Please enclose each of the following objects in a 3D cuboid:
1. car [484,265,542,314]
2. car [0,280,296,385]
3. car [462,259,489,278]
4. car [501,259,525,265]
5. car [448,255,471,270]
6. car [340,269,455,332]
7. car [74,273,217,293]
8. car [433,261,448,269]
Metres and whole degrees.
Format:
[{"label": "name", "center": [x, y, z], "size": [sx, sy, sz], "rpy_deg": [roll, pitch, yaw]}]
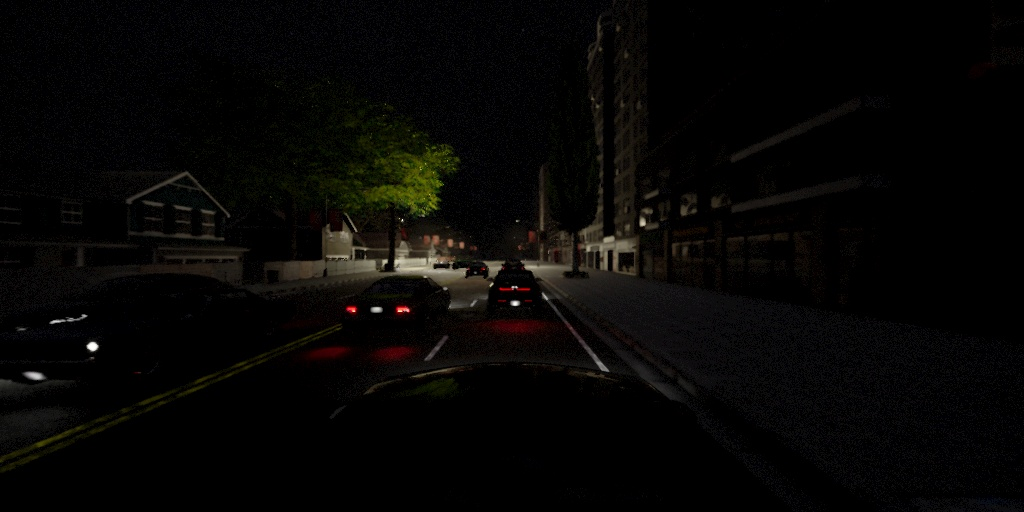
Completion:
[{"label": "car", "center": [0.102, 1.249, 13.714], "size": [1.837, 1.490, 4.892], "rpy_deg": [0, 0, 0]}, {"label": "car", "center": [-6.600, 1.350, 7.166], "size": [1.895, 1.301, 4.718], "rpy_deg": [0, 0, 0]}, {"label": "car", "center": [-3.146, 1.256, 33.092], "size": [1.812, 1.442, 4.674], "rpy_deg": [0, 0, 0]}, {"label": "car", "center": [0.104, 1.084, 31.725], "size": [2.097, 1.767, 4.553], "rpy_deg": [0, 0, 0]}, {"label": "car", "center": [-6.581, 0.934, 47.708], "size": [2.150, 2.045, 5.566], "rpy_deg": [0, 0, 0]}, {"label": "car", "center": [-3.147, 1.295, 10.823], "size": [2.033, 1.411, 5.357], "rpy_deg": [0, 0, 0]}, {"label": "car", "center": [-9.848, 1.253, 9.630], "size": [1.837, 1.490, 4.892], "rpy_deg": [0, 0, 0]}, {"label": "car", "center": [-9.822, 1.309, 50.492], "size": [1.895, 1.301, 4.718], "rpy_deg": [0, 0, 0]}]
